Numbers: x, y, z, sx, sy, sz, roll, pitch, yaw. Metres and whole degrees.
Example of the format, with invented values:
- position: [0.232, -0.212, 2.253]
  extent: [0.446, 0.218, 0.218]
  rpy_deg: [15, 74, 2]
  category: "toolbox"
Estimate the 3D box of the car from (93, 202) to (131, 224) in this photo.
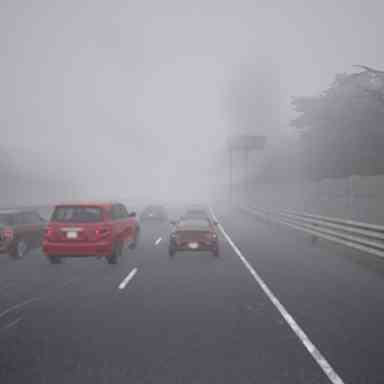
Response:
- position: [-6.643, 1.730, 28.187]
  extent: [1.837, 1.490, 4.892]
  rpy_deg: [0, 0, 2]
  category: "car"

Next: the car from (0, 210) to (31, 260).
- position: [-6.906, 1.476, 13.183]
  extent: [2.097, 1.767, 4.553]
  rpy_deg: [0, -1, 1]
  category: "car"

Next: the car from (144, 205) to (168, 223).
- position: [-3.143, 1.788, 28.086]
  extent: [1.994, 1.385, 4.181]
  rpy_deg: [0, 0, 2]
  category: "car"

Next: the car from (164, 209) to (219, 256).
- position: [0.103, 1.656, 13.602]
  extent: [1.812, 1.442, 4.674]
  rpy_deg: [0, 0, 1]
  category: "car"

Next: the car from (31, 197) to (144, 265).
- position: [-3.428, 1.343, 12.323]
  extent: [2.150, 2.045, 5.566]
  rpy_deg: [0, 0, 1]
  category: "car"

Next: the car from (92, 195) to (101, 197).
- position: [-19.163, 1.418, 66.282]
  extent: [1.882, 1.535, 5.008]
  rpy_deg: [0, 1, 3]
  category: "car"

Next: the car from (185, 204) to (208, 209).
- position: [0.370, 1.750, 28.434]
  extent: [1.812, 1.442, 4.674]
  rpy_deg: [0, 0, 2]
  category: "car"
